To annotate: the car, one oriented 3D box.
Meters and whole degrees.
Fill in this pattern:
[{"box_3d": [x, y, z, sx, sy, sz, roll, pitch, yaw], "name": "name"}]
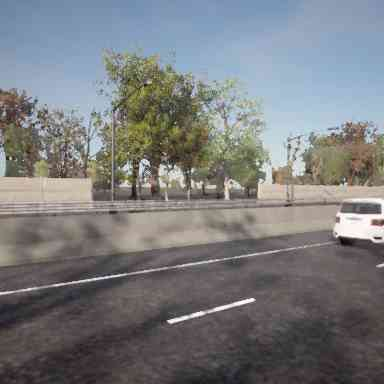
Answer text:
[{"box_3d": [8.294, 1.258, 14.085, 5.566, 2.045, 2.150, 0, 0, -35], "name": "car"}]
